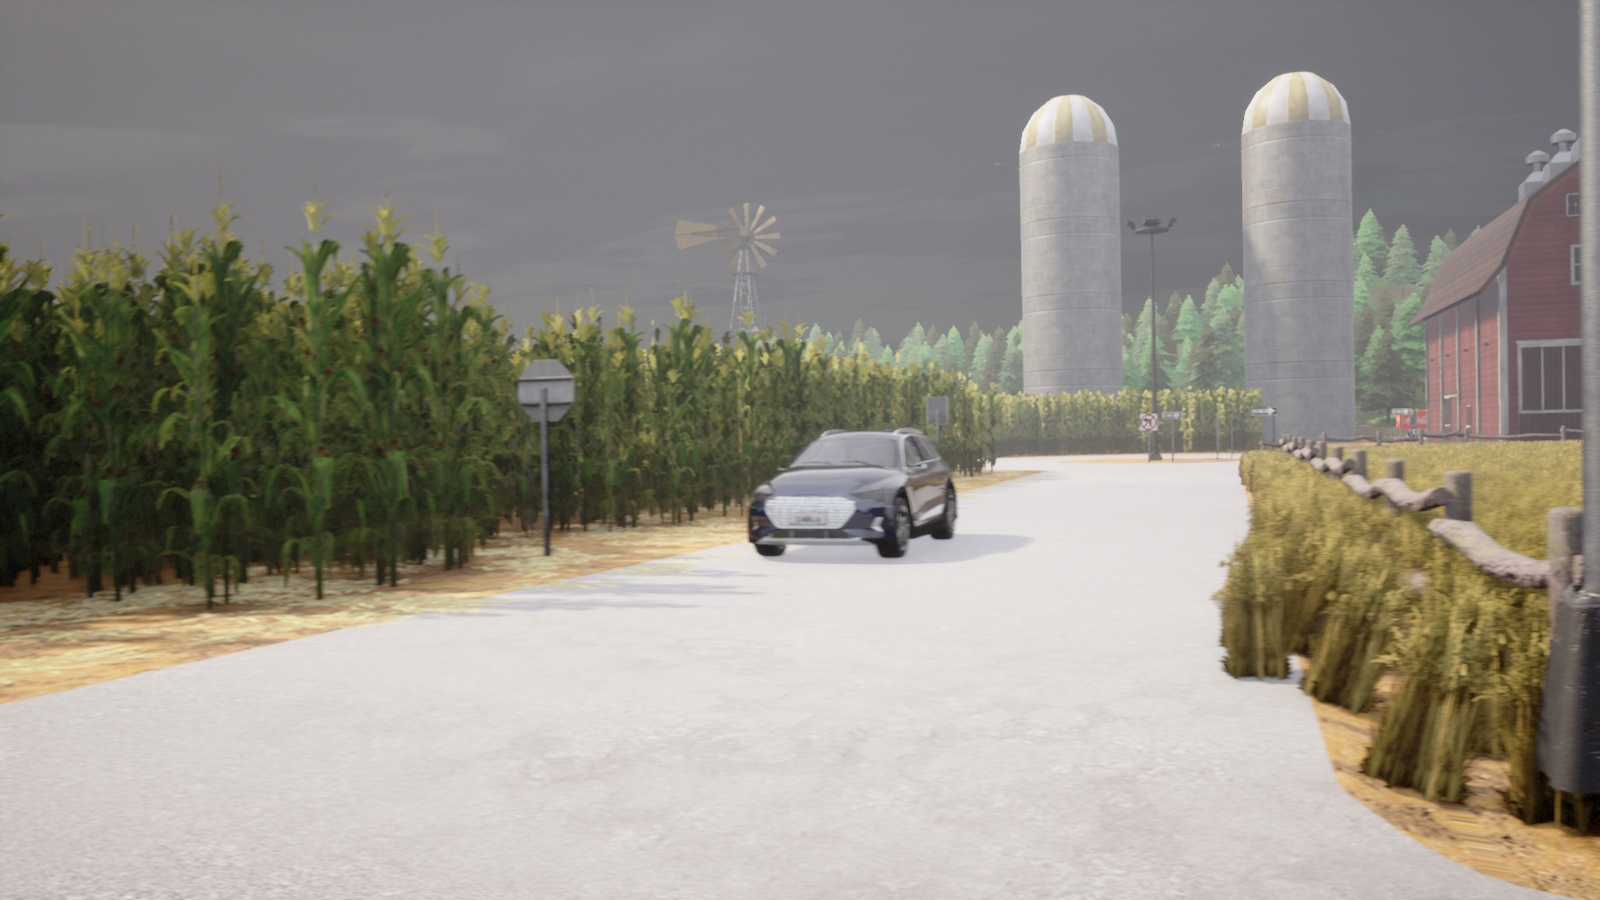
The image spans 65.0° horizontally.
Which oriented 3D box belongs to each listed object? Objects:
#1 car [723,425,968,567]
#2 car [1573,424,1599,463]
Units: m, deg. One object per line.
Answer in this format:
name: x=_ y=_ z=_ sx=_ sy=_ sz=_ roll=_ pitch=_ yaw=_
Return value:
car: x=0.822 y=0.525 z=17.246 sx=2.033 sy=1.649 sz=4.856 roll=-1 pitch=0 yaw=19
car: x=36.751 y=-0.319 z=54.723 sx=4.856 sy=1.649 sz=2.033 roll=-1 pitch=1 yaw=15
